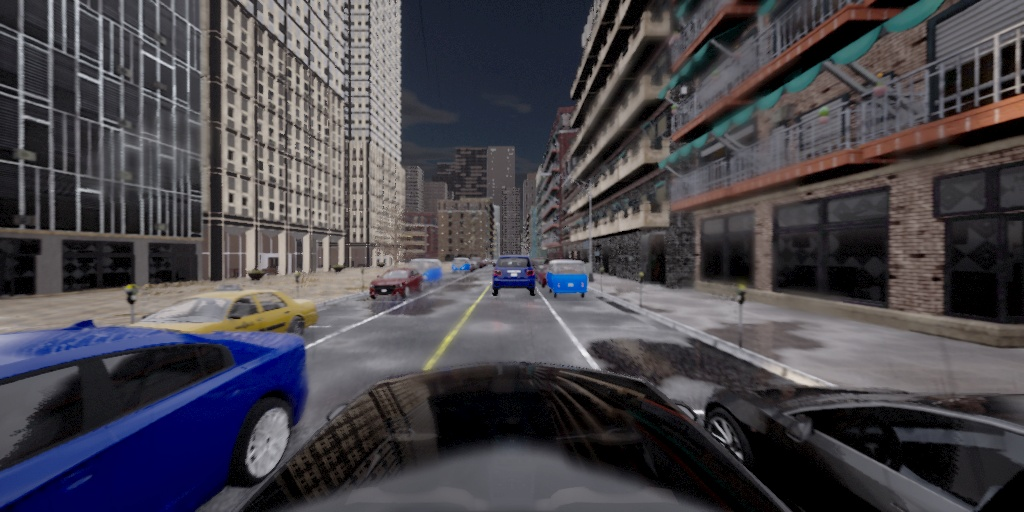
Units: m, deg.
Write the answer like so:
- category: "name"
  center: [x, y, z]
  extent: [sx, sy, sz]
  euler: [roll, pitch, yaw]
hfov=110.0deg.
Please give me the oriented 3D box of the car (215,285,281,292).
- category: "car"
  center: [-5.694, 1.276, 6.978]
  extent: [1.751, 1.417, 4.829]
  euler: [0, 0, 0]

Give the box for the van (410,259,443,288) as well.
- category: "van"
  center: [-5.697, 1.096, 23.731]
  extent: [1.690, 1.789, 3.998]
  euler: [0, 0, 0]

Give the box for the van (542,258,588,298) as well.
- category: "van"
  center: [2.685, 1.094, 18.204]
  extent: [1.690, 1.789, 3.998]
  euler: [0, 0, 0]

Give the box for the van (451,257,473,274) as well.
- category: "van"
  center: [-5.701, 1.104, 40.313]
  extent: [1.690, 1.789, 3.998]
  euler: [0, 0, 0]

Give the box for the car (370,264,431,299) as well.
- category: "car"
  center: [-5.696, 1.298, 18.204]
  extent: [1.888, 1.381, 4.507]
  euler: [0, 0, 0]

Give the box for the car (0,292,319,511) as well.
- category: "car"
  center: [-3.098, 1.228, 1.765]
  extent: [1.882, 1.535, 5.008]
  euler: [0, 0, 0]

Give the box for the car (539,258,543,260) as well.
- category: "car"
  center: [2.680, 1.075, 34.788]
  extent: [2.192, 1.841, 5.009]
  euler: [0, 0, 0]

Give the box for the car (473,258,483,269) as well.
- category: "car"
  center: [-5.703, 1.323, 51.369]
  extent: [2.007, 1.370, 4.403]
  euler: [0, 0, 0]

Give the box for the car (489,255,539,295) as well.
- category: "car"
  center: [0.096, 0.976, 19.842]
  extent: [2.150, 2.045, 5.566]
  euler: [0, 0, 0]

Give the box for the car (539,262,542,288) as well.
- category: "car"
  center: [2.683, 1.300, 23.732]
  extent: [1.888, 1.381, 4.507]
  euler: [0, 0, 0]

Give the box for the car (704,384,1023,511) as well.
- category: "car"
  center: [2.687, 1.316, 1.622]
  extent: [1.948, 1.339, 4.313]
  euler: [0, 0, 0]

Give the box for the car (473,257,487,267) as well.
- category: "car"
  center: [-5.704, 1.093, 56.896]
  extent: [2.192, 1.841, 5.009]
  euler: [0, 0, 0]

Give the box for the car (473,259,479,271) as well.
- category: "car"
  center: [-5.702, 1.350, 45.841]
  extent: [1.802, 1.307, 4.207]
  euler: [0, 0, 0]
